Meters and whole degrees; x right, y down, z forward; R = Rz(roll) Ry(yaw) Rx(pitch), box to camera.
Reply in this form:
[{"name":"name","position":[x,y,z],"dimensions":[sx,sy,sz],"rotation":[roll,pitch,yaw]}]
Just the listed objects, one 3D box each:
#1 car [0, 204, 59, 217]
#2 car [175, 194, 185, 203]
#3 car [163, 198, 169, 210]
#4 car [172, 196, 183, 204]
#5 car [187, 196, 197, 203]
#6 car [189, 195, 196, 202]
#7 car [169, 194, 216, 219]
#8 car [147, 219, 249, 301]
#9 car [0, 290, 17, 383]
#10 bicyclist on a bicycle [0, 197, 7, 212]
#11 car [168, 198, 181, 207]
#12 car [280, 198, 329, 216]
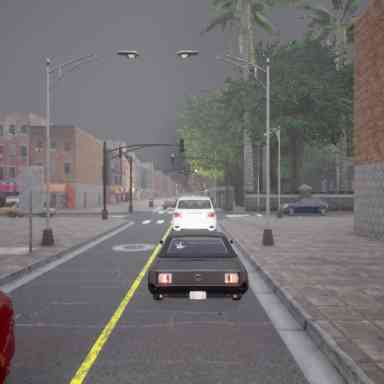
[{"name":"car","position":[-14.404,1.572,29.641],"dimensions":[4.829,1.417,1.752],"rotation":[0,0,0]},{"name":"car","position":[-2.658,1.405,73.947],"dimensions":[2.097,1.767,4.553],"rotation":[0,0,0]},{"name":"car","position":[-2.792,1.564,44.523],"dimensions":[1.812,1.442,4.674],"rotation":[0,0,0]},{"name":"car","position":[-2.726,1.539,63.812],"dimensions":[1.882,1.535,5.008],"rotation":[0,0,1]},{"name":"car","position":[0.093,1.603,74.388],"dimensions":[2.128,1.511,4.902],"rotation":[0,0,0]},{"name":"car","position":[0.105,1.609,84.551],"dimensions":[1.837,1.490,4.892],"rotation":[0,0,0]},{"name":"car","position":[0.128,1.230,18.072],"dimensions":[2.150,2.045,5.566],"rotation":[0,0,0]},{"name":"car","position":[0.111,1.603,8.307],"dimensions":[1.895,1.301,4.718],"rotation":[0,0,0]},{"name":"car","position":[-2.851,1.478,1.573],"dimensions":[1.882,1.535,5.008],"rotation":[0,0,0]},{"name":"bicyclist on a bicycle","position":[-20.099,1.373,35.288],"dimensions":[0.582,1.620,1.656],"rotation":[0,0,0]},{"name":"car","position":[-2.775,1.650,53.699],"dimensions":[1.895,1.301,4.718],"rotation":[0,0,0]},{"name":"car","position":[10.765,1.343,32.361],"dimensions":[4.553,1.767,2.097],"rotation":[0,0,-1]}]
